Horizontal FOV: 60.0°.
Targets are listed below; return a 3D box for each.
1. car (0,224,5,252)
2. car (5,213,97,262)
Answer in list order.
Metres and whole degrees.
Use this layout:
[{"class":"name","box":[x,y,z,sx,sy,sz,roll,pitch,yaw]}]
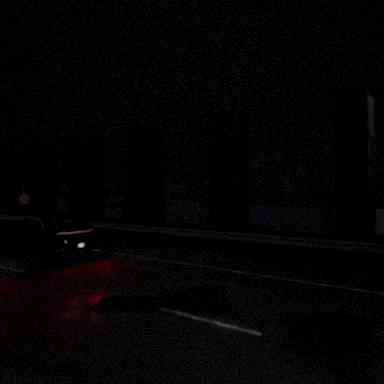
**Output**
[{"class":"car","box":[-7.758,1.540,9.610,4.902,1.511,2.128,0,0,36]},{"class":"car","box":[-5.594,1.536,12.362,4.902,1.511,2.128,0,0,36]}]
